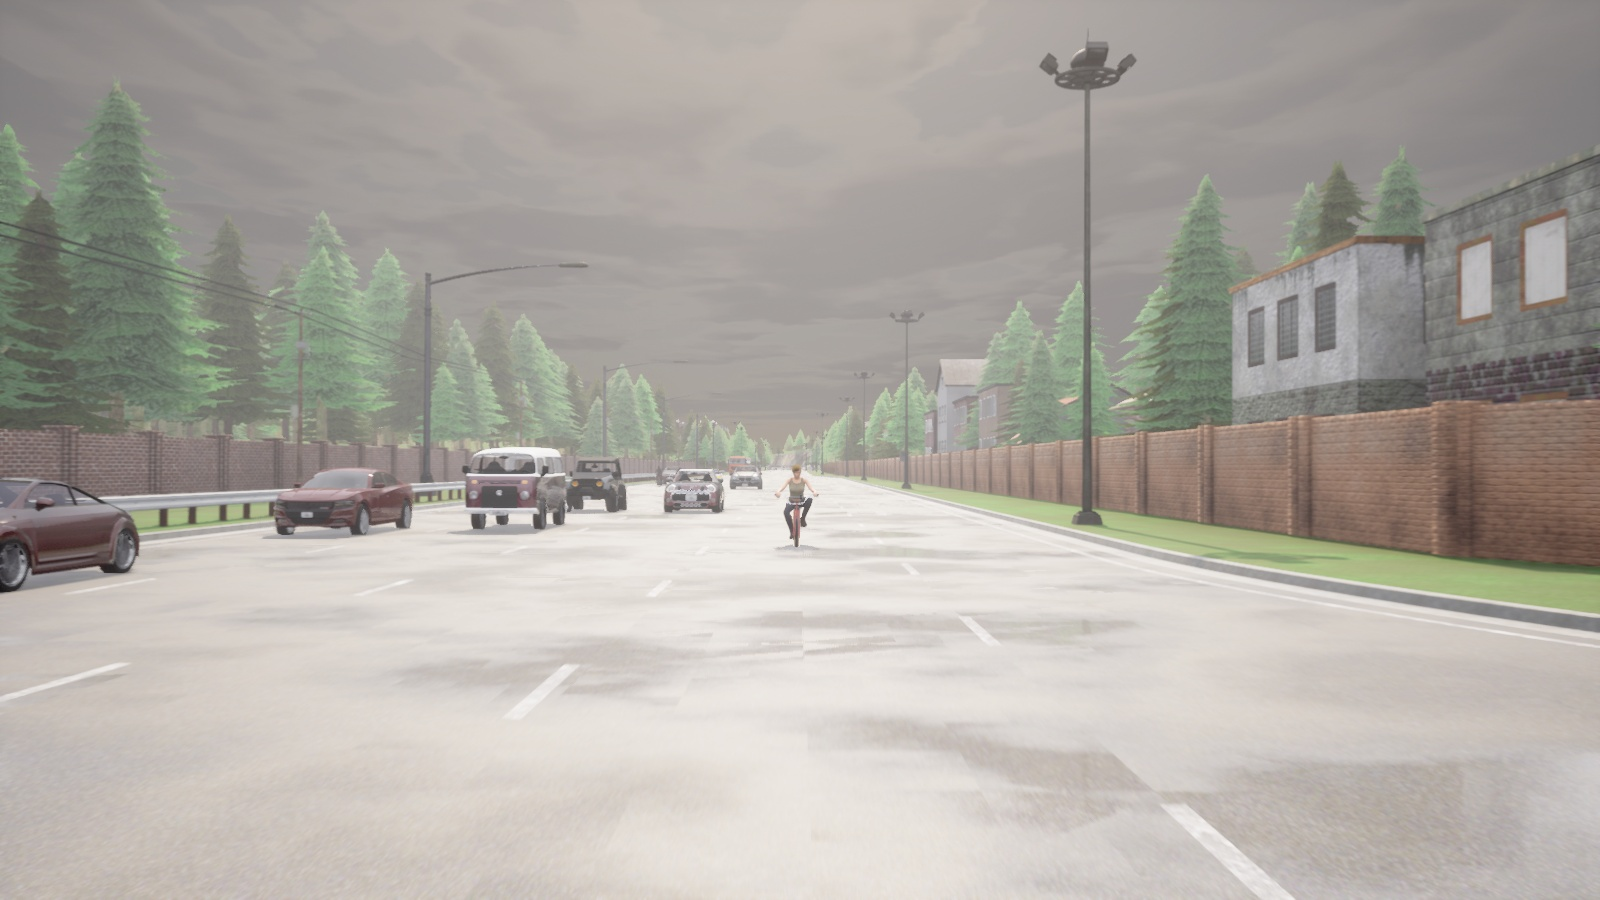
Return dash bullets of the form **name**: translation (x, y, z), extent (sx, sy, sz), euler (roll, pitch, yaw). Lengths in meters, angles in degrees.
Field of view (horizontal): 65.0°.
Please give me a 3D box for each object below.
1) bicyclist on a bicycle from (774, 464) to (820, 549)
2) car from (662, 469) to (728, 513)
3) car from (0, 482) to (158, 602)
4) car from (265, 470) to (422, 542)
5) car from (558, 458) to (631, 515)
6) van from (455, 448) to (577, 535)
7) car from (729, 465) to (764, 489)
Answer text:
- **bicyclist on a bicycle**: translation (-0.054, 1.085, 24.682), extent (0.866, 1.612, 1.509), euler (0, -1, 0)
- **car**: translation (-3.603, 1.387, 43.498), extent (1.970, 1.475, 3.806), euler (0, -1, 0)
- **car**: translation (-10.539, 1.143, 16.565), extent (1.994, 1.385, 4.181), euler (0, -1, 0)
- **car**: translation (-10.570, 1.235, 29.498), extent (1.882, 1.535, 5.008), euler (0, -1, 0)
- **car**: translation (-7.104, 1.234, 43.707), extent (1.905, 1.878, 3.866), euler (0, -1, 0)
- **van**: translation (-7.076, 0.998, 31.790), extent (2.069, 2.038, 4.480), euler (0, -1, 0)
- **car**: translation (-3.709, 1.876, 87.916), extent (2.242, 1.667, 4.611), euler (0, -1, 0)
